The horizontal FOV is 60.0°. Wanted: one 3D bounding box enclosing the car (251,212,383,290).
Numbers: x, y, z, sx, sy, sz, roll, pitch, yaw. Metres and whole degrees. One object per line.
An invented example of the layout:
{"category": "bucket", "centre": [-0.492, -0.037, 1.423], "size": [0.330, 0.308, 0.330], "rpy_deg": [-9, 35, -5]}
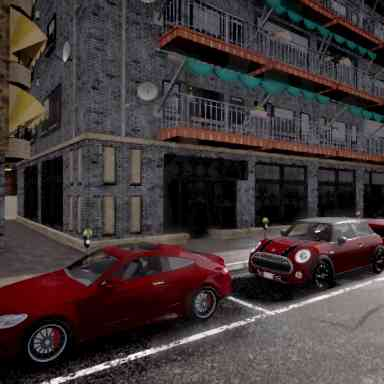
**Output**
{"category": "car", "centre": [3.423, 1.443, 9.016], "size": [4.097, 1.590, 1.967], "rpy_deg": [0, 0, -36]}

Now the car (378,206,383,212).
{"category": "car", "centre": [8.028, 1.322, 12.315], "size": [5.009, 1.841, 2.192], "rpy_deg": [0, 0, -36]}

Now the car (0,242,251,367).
{"category": "car", "centre": [-1.180, 1.583, 5.718], "size": [4.206, 1.307, 1.802], "rpy_deg": [0, 0, -36]}
